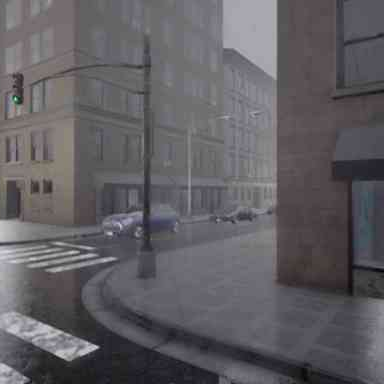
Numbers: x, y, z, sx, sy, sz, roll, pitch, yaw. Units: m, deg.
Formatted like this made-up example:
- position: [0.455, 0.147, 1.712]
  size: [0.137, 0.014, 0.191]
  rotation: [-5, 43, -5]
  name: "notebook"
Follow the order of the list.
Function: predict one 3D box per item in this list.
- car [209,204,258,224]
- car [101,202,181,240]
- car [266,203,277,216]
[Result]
- position: [3.425, 1.667, 26.237]
  size: [2.033, 1.411, 5.357]
  rotation: [0, 0, 35]
  name: "car"
- position: [-2.612, 1.414, 17.736]
  size: [2.097, 1.767, 4.553]
  rotation: [0, 0, 35]
  name: "car"
- position: [9.613, 1.725, 34.919]
  size: [2.033, 1.411, 5.357]
  rotation: [0, 0, 36]
  name: "car"
